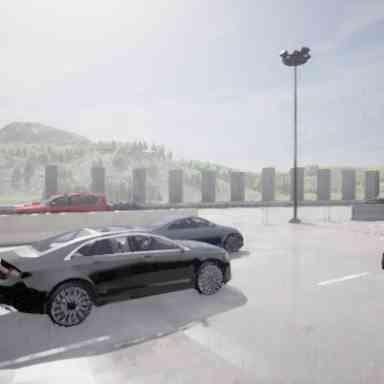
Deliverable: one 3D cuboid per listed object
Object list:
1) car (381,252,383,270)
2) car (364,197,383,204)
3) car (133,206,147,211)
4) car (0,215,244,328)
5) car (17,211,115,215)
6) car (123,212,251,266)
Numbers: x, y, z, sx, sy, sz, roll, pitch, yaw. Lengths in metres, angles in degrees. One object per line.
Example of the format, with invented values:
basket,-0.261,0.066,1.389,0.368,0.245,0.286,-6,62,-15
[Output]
car,6.758,1.574,8.066,4.718,1.301,1.895,0,0,-32
car,27.871,1.399,49.631,4.181,1.385,1.994,0,0,-22
car,-5.498,1.459,25.407,5.357,1.411,2.033,0,0,-32
car,-1.325,1.467,6.963,4.902,1.511,2.128,0,0,-34
car,-7.656,1.153,19.886,5.566,2.045,2.150,0,0,-34
car,-0.135,1.522,11.957,4.181,1.385,1.994,0,0,-33
